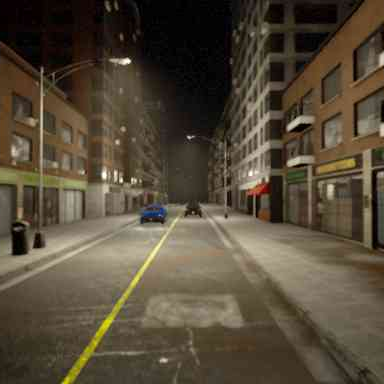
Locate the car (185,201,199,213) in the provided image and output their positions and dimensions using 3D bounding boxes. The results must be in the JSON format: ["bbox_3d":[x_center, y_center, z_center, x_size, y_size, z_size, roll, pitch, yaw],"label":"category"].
[{"bbox_3d":[0.046,2.084,47.979,1.882,1.535,5.008,0,-1,0],"label":"car"}]

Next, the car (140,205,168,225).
[{"bbox_3d":[-3.023,1.800,27.191,1.882,1.535,5.008,0,-1,1],"label":"car"}]

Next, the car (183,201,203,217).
[{"bbox_3d":[0.124,1.964,36.528,1.812,1.442,4.674,0,-1,0],"label":"car"}]
